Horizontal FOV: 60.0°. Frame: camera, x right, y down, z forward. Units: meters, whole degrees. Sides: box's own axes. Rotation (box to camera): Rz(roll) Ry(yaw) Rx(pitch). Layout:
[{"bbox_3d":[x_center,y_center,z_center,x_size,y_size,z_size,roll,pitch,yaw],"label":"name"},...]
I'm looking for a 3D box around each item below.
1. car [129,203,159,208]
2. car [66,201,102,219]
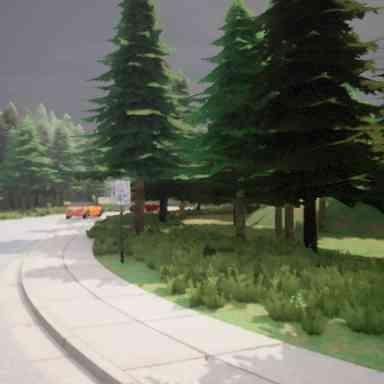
[{"bbox_3d":[-6.059,1.936,43.742,1.882,1.535,5.008,-1,0,32],"label":"car"},{"bbox_3d":[-10.652,1.749,33.350,2.097,1.767,4.553,-1,-1,10],"label":"car"}]
